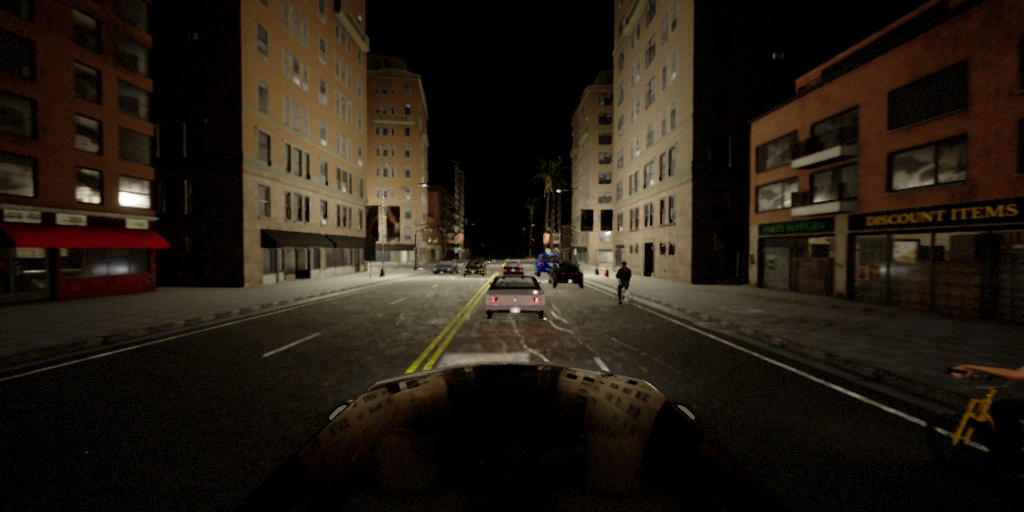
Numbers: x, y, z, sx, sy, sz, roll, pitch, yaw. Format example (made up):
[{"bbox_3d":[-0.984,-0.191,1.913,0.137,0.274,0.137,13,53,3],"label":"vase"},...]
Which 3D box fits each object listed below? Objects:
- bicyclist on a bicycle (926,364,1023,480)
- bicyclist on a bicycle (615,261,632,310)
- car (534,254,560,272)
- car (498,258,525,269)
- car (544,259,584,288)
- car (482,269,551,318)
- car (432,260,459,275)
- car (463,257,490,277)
[{"bbox_3d":[4.118,1.183,2.817,0.866,1.612,1.509,0,0,0],"label":"bicyclist on a bicycle"},{"bbox_3d":[4.145,1.065,13.476,0.659,1.776,1.843,0,1,0],"label":"bicyclist on a bicycle"},{"bbox_3d":[3.255,0.834,32.918,2.150,2.045,5.566,0,0,0],"label":"car"},{"bbox_3d":[0.105,1.169,30.468,2.033,1.411,5.357,0,0,0],"label":"car"},{"bbox_3d":[3.303,1.161,22.601,1.837,1.490,4.892,0,0,1],"label":"car"},{"bbox_3d":[0.101,1.297,12.718,1.895,1.301,4.718,0,0,0],"label":"car"},{"bbox_3d":[-6.522,1.143,36.011,2.033,1.411,5.357,0,0,1],"label":"car"},{"bbox_3d":[-3.302,1.118,32.665,1.837,1.490,4.892,0,0,0],"label":"car"}]
